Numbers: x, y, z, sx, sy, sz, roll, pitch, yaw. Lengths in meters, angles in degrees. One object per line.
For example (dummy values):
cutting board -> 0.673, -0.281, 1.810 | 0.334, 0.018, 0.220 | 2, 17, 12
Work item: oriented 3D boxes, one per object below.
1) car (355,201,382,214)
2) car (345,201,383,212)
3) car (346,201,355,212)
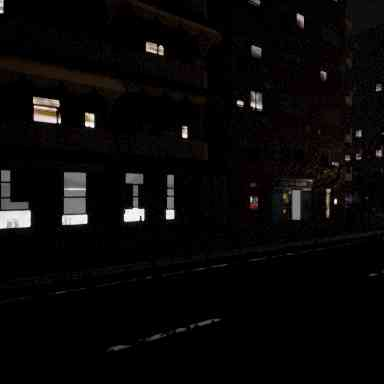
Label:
car -> 18.713, 1.748, 38.581 | 2.128, 1.511, 4.902 | 0, -1, -36
car -> 22.478, 1.856, 43.436 | 1.802, 1.307, 4.206 | -1, 0, -36
car -> 15.489, 1.595, 38.338 | 2.192, 1.841, 5.009 | -1, 0, -36
